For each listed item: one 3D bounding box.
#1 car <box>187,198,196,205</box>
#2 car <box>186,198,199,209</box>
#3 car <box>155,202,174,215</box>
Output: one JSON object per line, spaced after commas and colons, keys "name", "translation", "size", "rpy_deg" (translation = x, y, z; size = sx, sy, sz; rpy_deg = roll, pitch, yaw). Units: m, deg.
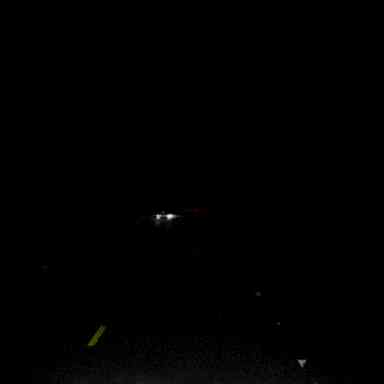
{"name": "car", "translation": [-0.082, 2.029, 72.011], "size": [1.837, 1.490, 4.892], "rpy_deg": [0, 0, 0]}
{"name": "car", "translation": [0.038, 1.889, 54.669], "size": [1.882, 1.535, 5.008], "rpy_deg": [0, -1, 0]}
{"name": "car", "translation": [-3.100, 1.850, 38.667], "size": [2.033, 1.411, 5.357], "rpy_deg": [0, 0, 0]}
